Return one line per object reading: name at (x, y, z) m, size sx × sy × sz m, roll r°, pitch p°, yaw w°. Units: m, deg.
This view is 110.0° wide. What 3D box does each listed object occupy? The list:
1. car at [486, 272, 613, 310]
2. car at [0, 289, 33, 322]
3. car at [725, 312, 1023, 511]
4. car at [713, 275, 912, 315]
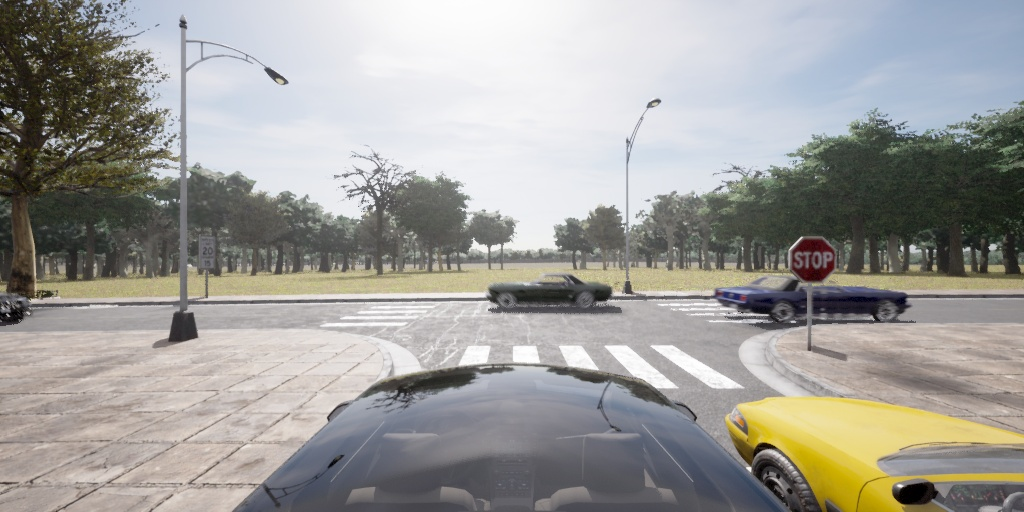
car at (1.342, 1.309, 13.979) m, size 4.718 × 1.301 × 1.895 m, roll -1°, pitch 0°, yaw 0°
car at (-18.191, 1.491, 11.193) m, size 4.892 × 1.490 × 1.837 m, roll -1°, pitch 0°, yaw 0°
car at (2.634, 1.275, 1.051) m, size 1.751 × 1.417 × 4.829 m, roll 0°, pitch 0°, yaw 0°
car at (8.997, 1.246, 10.957) m, size 4.718 × 1.301 × 1.895 m, roll 0°, pitch 0°, yaw 1°
